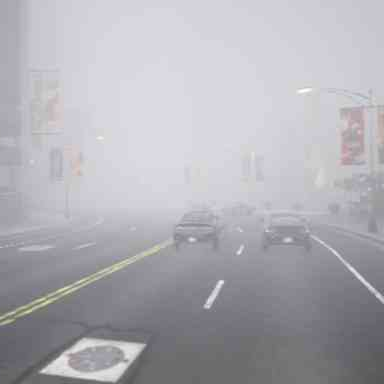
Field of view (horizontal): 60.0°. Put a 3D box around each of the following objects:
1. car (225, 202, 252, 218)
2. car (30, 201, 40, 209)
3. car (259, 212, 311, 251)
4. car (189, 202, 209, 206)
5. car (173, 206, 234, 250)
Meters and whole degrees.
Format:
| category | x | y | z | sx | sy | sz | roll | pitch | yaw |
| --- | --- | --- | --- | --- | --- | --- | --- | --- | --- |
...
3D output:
| category | x | y | z | sx | sy | sz | roll | pitch | yaw |
| --- | --- | --- | --- | --- | --- | --- | --- | --- | --- |
| car | 4.044 | 1.655 | 31.111 | 2.128 | 1.511 | 4.902 | -1 | 0 | -11 |
| car | -29.400 | 2.327 | 59.175 | 4.902 | 1.511 | 2.128 | -1 | 0 | 17 |
| car | 3.922 | 1.572 | 14.314 | 1.812 | 1.442 | 4.674 | -1 | 0 | 11 |
| car | 0.596 | 1.700 | 30.517 | 2.128 | 1.511 | 4.902 | -1 | 0 | -11 |
| car | 0.483 | 1.592 | 14.949 | 2.128 | 1.511 | 4.902 | -1 | 0 | 11 |
